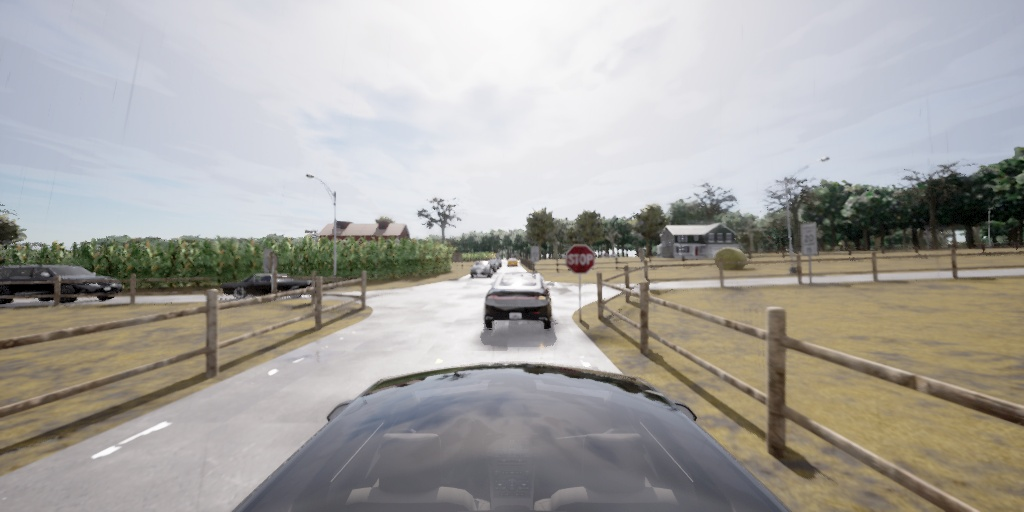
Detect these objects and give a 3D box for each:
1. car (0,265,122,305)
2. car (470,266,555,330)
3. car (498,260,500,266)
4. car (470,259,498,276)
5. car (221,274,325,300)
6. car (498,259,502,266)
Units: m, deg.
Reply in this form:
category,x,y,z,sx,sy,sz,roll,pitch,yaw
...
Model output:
category,x,y,z,sx,sy,sz,roll,pitch,yaw
car,-24.788,1.506,19.482,5.566,2.045,2.150,-1,-2,-1
car,0.302,1.252,11.202,2.128,1.511,4.902,0,0,5
car,-2.842,1.365,44.076,1.895,1.301,4.718,0,0,0
car,-2.891,1.256,34.882,2.128,1.511,4.902,0,0,1
car,-12.748,1.622,19.477,4.718,1.301,1.895,-1,-2,0
car,-2.836,1.290,53.265,1.812,1.442,4.674,0,0,0
